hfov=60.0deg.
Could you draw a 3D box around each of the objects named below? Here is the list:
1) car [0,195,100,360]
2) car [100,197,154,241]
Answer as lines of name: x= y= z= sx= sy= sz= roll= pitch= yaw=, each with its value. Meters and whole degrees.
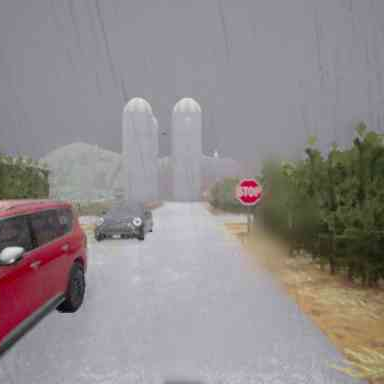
car: x=-3.189 y=1.188 z=4.674 sx=2.150 sy=2.045 sz=5.566 roll=0 pitch=1 yaw=0
car: x=-3.099 y=1.244 z=15.950 sx=2.097 sy=1.767 sz=4.553 roll=0 pitch=0 yaw=0
